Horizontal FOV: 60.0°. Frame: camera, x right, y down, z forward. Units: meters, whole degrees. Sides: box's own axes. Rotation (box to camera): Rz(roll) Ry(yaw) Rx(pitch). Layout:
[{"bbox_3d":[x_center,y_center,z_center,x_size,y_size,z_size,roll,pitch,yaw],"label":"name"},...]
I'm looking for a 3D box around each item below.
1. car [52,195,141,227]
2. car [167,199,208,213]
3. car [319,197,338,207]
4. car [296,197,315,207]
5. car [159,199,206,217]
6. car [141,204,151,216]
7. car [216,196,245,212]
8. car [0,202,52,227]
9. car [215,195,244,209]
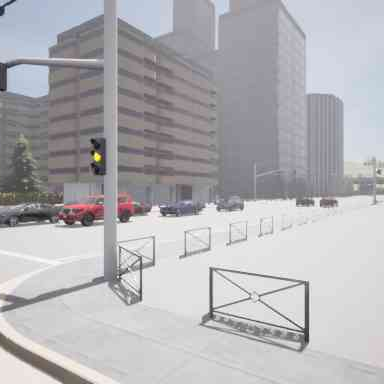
[{"bbox_3d":[-6.547,1.221,23.516,2.150,2.045,5.566,0,0,35],"label":"car"},{"bbox_3d":[-0.408,1.547,38.594,2.033,1.411,5.357,0,0,35],"label":"car"},{"bbox_3d":[20.870,1.477,50.651,1.882,1.535,5.008,0,0,35],"label":"car"},{"bbox_3d":[17.946,1.477,52.544,1.882,1.535,5.008,0,0,35],"label":"car"},{"bbox_3d":[-1.005,1.600,31.562,1.895,1.301,4.718,0,0,35],"label":"car"},{"bbox_3d":[-5.952,1.600,30.549,1.895,1.301,4.718,0,0,35],"label":"car"},{"bbox_3d":[4.678,1.525,39.785,1.812,1.442,4.674,0,0,35],"label":"car"},{"bbox_3d":[-11.209,1.491,22.916,2.128,1.511,4.902,0,0,35],"label":"car"},{"bbox_3d":[5.382,1.352,46.932,2.097,1.767,4.553,0,0,35],"label":"car"}]
